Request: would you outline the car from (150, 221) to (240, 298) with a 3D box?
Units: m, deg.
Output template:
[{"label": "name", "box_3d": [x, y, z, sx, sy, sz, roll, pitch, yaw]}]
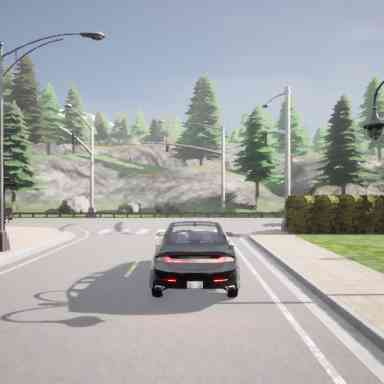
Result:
[{"label": "car", "box_3d": [0.073, 1.491, 8.534, 2.128, 1.511, 4.902, 0, 0, 0]}]

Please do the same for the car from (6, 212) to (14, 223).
[{"label": "car", "box_3d": [-14.913, 1.616, 22.837, 4.718, 1.301, 1.895, 0, 0, 1]}]
